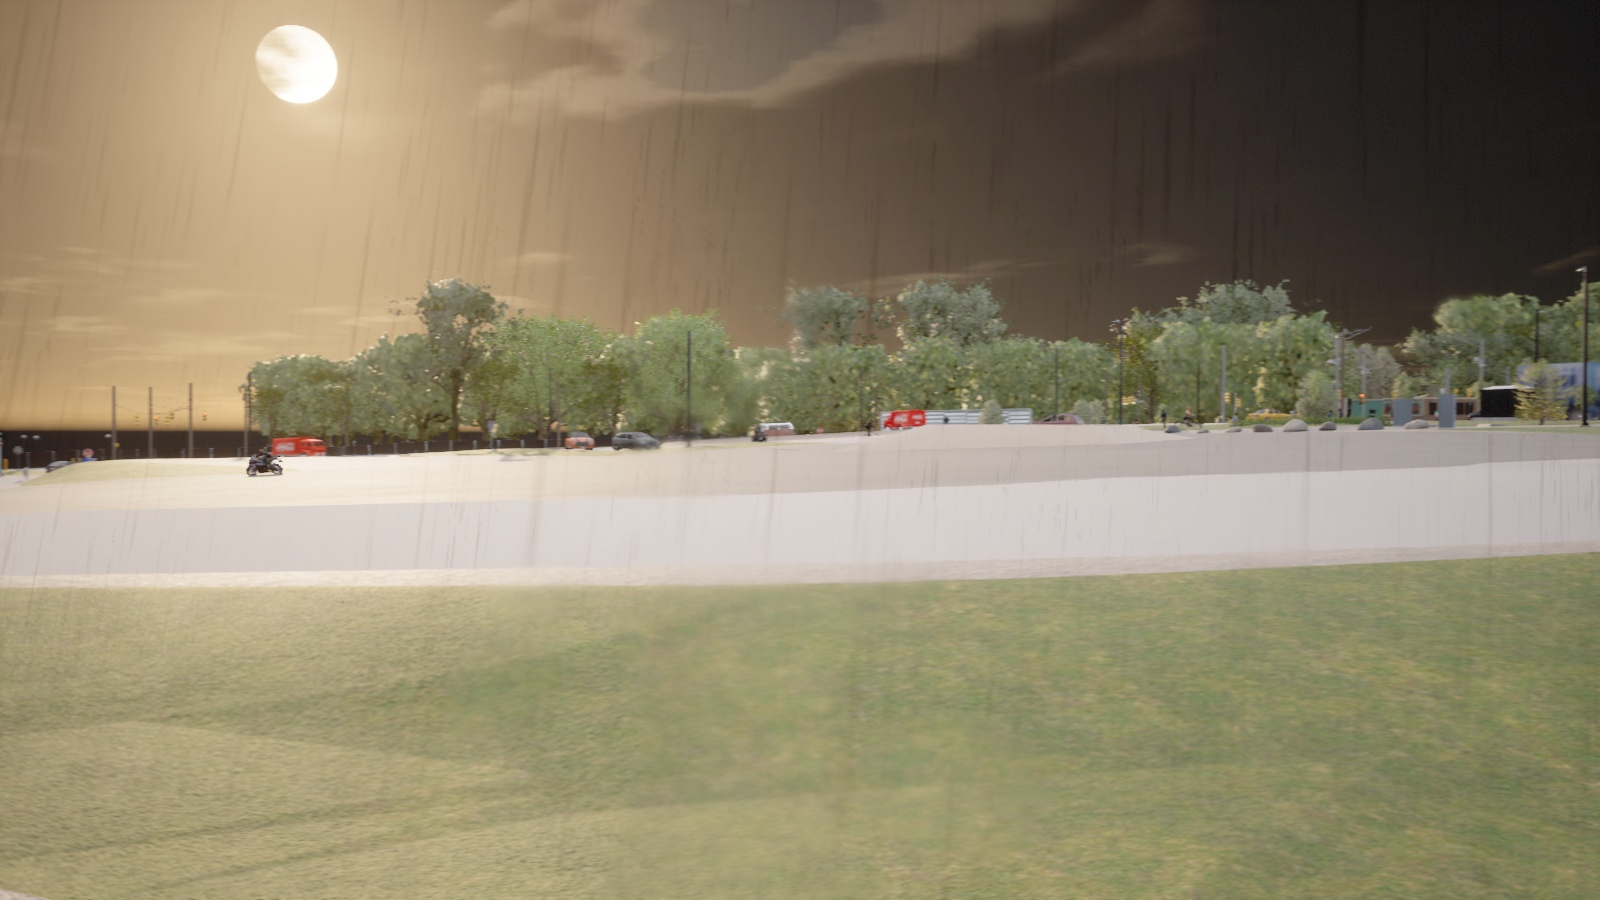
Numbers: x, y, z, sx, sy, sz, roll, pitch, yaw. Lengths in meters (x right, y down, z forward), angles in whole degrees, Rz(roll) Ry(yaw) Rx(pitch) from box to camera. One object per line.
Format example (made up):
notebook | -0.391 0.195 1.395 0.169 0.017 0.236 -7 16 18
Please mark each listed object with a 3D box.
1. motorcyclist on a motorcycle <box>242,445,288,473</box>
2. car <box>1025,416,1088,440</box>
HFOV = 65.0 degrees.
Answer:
motorcyclist on a motorcycle | -30.303 0.507 71.149 0.866 1.530 2.191 -1 1 35
car | 16.813 -1.456 82.289 3.633 1.501 1.845 0 2 30
